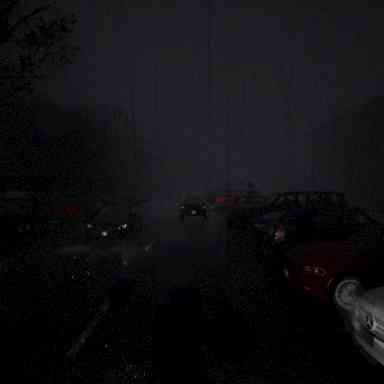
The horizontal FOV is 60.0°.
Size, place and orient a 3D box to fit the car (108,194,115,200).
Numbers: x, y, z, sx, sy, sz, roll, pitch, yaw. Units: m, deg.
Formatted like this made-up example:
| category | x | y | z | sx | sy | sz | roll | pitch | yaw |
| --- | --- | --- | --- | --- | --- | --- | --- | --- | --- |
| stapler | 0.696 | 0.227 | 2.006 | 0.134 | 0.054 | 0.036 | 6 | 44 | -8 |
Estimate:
| category | x | y | z | sx | sy | sz | roll | pitch | yaw |
| --- | --- | --- | --- | --- | --- | --- | --- | --- | --- |
| car | -8.182 | 0.969 | 23.553 | 4.553 | 1.767 | 2.185 | 0 | 1 | 0 |

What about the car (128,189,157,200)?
| category | x | y | z | sx | sy | sz | roll | pitch | yaw |
| --- | --- | --- | --- | --- | --- | --- | --- | --- | --- |
| car | -8.091 | 0.421 | 54.742 | 4.553 | 1.767 | 2.185 | 0 | 0 | 0 |

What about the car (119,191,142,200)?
| category | x | y | z | sx | sy | sz | roll | pitch | yaw |
| --- | --- | --- | --- | --- | --- | --- | --- | --- | --- |
| car | -8.146 | 0.902 | 34.973 | 5.008 | 1.535 | 2.097 | 0 | 1 | 0 |

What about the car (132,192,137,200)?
| category | x | y | z | sx | sy | sz | roll | pitch | yaw |
| --- | --- | --- | --- | --- | --- | --- | --- | --- | --- |
| car | -8.180 | 0.979 | 32.149 | 4.792 | 1.488 | 2.163 | 0 | 1 | 0 |

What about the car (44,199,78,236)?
| category | x | y | z | sx | sy | sz | roll | pitch | yaw |
| --- | --- | --- | --- | --- | --- | --- | --- | --- | --- |
| car | -8.159 | 1.236 | 15.210 | 4.892 | 1.521 | 2.231 | 0 | 1 | 0 |

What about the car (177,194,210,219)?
| category | x | y | z | sx | sy | sz | roll | pitch | yaw |
| --- | --- | --- | --- | --- | --- | --- | --- | --- | --- |
| car | 0.103 | 1.128 | 24.301 | 1.812 | 1.442 | 4.674 | 0 | 1 | 0 |

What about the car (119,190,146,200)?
| category | x | y | z | sx | sy | sz | roll | pitch | yaw |
| --- | --- | --- | --- | --- | --- | --- | --- | --- | --- |
| car | -8.146 | 0.854 | 37.796 | 5.008 | 1.535 | 2.097 | 0 | 1 | 0 |

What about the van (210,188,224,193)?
| category | x | y | z | sx | sy | sz | roll | pitch | yaw |
| --- | --- | --- | --- | --- | --- | --- | --- | --- | --- |
| van | 4.301 | 0.723 | 32.219 | 4.442 | 1.987 | 1.878 | 0 | 1 | 0 |

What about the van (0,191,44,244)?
| category | x | y | z | sx | sy | sz | roll | pitch | yaw |
| --- | --- | --- | --- | --- | --- | --- | --- | --- | --- |
| van | -8.271 | 1.057 | 12.382 | 4.442 | 1.987 | 1.878 | 0 | 1 | 0 |

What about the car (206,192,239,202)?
| category | x | y | z | sx | sy | sz | roll | pitch | yaw |
| --- | --- | --- | --- | --- | --- | --- | --- | --- | --- |
| car | 4.421 | 0.696 | 49.177 | 4.674 | 1.452 | 2.002 | 0 | 1 | 0 |

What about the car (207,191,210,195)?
| category | x | y | z | sx | sy | sz | roll | pitch | yaw |
| --- | --- | --- | --- | --- | --- | --- | --- | --- | --- |
| car | 4.415 | 0.893 | 37.874 | 4.674 | 1.452 | 2.002 | 0 | 1 | 0 |

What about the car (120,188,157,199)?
| category | x | y | z | sx | sy | sz | roll | pitch | yaw |
| --- | --- | --- | --- | --- | --- | --- | --- | --- | --- |
| car | -8.126 | 0.409 | 48.961 | 5.566 | 2.045 | 2.435 | 0 | 1 | 0 |

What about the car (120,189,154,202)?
| category | x | y | z | sx | sy | sz | roll | pitch | yaw |
| --- | --- | --- | --- | --- | --- | --- | --- | --- | --- |
| car | -8.161 | 0.710 | 46.266 | 4.892 | 1.521 | 2.231 | 0 | 1 | 0 |

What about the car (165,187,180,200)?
| category | x | y | z | sx | sy | sz | roll | pitch | yaw |
| --- | --- | --- | --- | --- | --- | --- | --- | --- | --- |
| car | -3.296 | 0.248 | 57.081 | 2.150 | 2.045 | 5.566 | 0 | 1 | 1 |

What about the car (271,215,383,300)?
| category | x | y | z | sx | sy | sz | roll | pitch | yaw |
| --- | --- | --- | --- | --- | --- | --- | --- | --- | --- |
| car | 4.421 | 1.377 | 6.795 | 5.008 | 1.535 | 2.097 | 0 | 1 | 0 |

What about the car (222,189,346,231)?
| category | x | y | z | sx | sy | sz | roll | pitch | yaw |
| --- | --- | --- | --- | --- | --- | --- | --- | --- | --- |
| car | 4.388 | 0.983 | 15.267 | 5.566 | 2.045 | 2.435 | 0 | 1 | 0 |

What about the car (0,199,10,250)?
| category | x | y | z | sx | sy | sz | roll | pitch | yaw |
| --- | --- | --- | --- | --- | --- | --- | --- | --- | --- |
| car | -8.124 | 1.207 | 9.437 | 4.553 | 1.767 | 2.185 | 0 | 1 | 0 |

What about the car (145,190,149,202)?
| category | x | y | z | sx | sy | sz | roll | pitch | yaw |
| --- | --- | --- | --- | --- | --- | --- | --- | --- | --- |
| car | -8.147 | 0.808 | 40.620 | 4.892 | 1.521 | 2.231 | 0 | 1 | 0 |

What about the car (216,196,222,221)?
| category | x | y | z | sx | sy | sz | roll | pitch | yaw |
| --- | --- | --- | --- | --- | --- | --- | --- | --- | --- |
| car | 4.231 | 1.184 | 18.096 | 5.366 | 1.575 | 1.946 | 0 | 1 | 0 |

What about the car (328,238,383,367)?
| category | x | y | z | sx | sy | sz | roll | pitch | yaw |
| --- | --- | --- | --- | --- | --- | --- | --- | --- | --- |
| car | 4.418 | 1.465 | 3.971 | 4.674 | 1.452 | 2.002 | 0 | 1 | 0 |

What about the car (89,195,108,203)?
| category | x | y | z | sx | sy | sz | roll | pitch | yaw |
| --- | --- | --- | --- | --- | --- | --- | --- | --- | --- |
| car | -8.157 | 1.142 | 20.732 | 5.008 | 1.535 | 2.097 | 0 | 1 | 0 |

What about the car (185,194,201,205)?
| category | x | y | z | sx | sy | sz | roll | pitch | yaw |
| --- | --- | --- | --- | --- | --- | --- | --- | --- | --- |
| car | 0.104 | 0.903 | 42.046 | 1.895 | 1.301 | 4.718 | 0 | 1 | 0 |

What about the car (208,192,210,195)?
| category | x | y | z | sx | sy | sz | roll | pitch | yaw |
| --- | --- | --- | --- | --- | --- | --- | --- | --- | --- |
| car | 4.447 | 0.931 | 35.049 | 4.792 | 1.488 | 2.163 | 0 | 1 | 0 |

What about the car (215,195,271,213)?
| category | x | y | z | sx | sy | sz | roll | pitch | yaw |
| --- | --- | --- | --- | --- | --- | --- | --- | --- | --- |
| car | 4.420 | 1.036 | 29.398 | 4.674 | 1.452 | 2.002 | 0 | 1 | 0 |

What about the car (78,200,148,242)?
| category | x | y | z | sx | sy | sz | roll | pitch | yaw |
| --- | --- | --- | --- | --- | --- | --- | --- | --- | --- |
| car | -3.348 | 1.284 | 15.055 | 1.812 | 1.442 | 4.674 | 0 | 1 | 0 |

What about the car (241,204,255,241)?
| category | x | y | z | sx | sy | sz | roll | pitch | yaw |
| --- | --- | --- | --- | --- | --- | --- | --- | --- | --- |
| car | 4.413 | 1.322 | 12.447 | 4.674 | 1.452 | 2.002 | 0 | 1 | 0 |

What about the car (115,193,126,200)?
| category | x | y | z | sx | sy | sz | roll | pitch | yaw |
| --- | --- | --- | --- | --- | --- | --- | --- | --- | --- |
| car | -8.146 | 1.047 | 26.378 | 5.008 | 1.535 | 2.097 | 0 | 1 | 0 |

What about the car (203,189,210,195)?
| category | x | y | z | sx | sy | sz | roll | pitch | yaw |
| --- | --- | --- | --- | --- | --- | --- | --- | --- | --- |
| car | 4.424 | 0.707 | 46.349 | 5.008 | 1.535 | 2.097 | 0 | 1 | 0 |

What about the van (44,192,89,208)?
| category | x | y | z | sx | sy | sz | roll | pitch | yaw |
| --- | --- | --- | --- | --- | --- | --- | --- | --- | --- |
| van | -8.268 | 0.962 | 18.032 | 4.442 | 1.987 | 1.878 | 0 | 1 | 0 |

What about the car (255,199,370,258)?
| category | x | y | z | sx | sy | sz | roll | pitch | yaw |
| --- | --- | --- | --- | --- | --- | --- | --- | --- | --- |
| car | 4.385 | 1.204 | 9.619 | 4.553 | 1.767 | 2.185 | 0 | 1 | 0 |

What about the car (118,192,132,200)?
| category | x | y | z | sx | sy | sz | roll | pitch | yaw |
| --- | --- | --- | --- | --- | --- | --- | --- | --- | --- |
| car | -8.156 | 0.999 | 29.201 | 5.008 | 1.535 | 2.097 | 0 | 1 | 0 |

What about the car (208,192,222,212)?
| category | x | y | z | sx | sy | sz | roll | pitch | yaw |
| --- | --- | --- | --- | --- | --- | --- | --- | --- | --- |
| car | 4.231 | 1.041 | 26.573 | 5.366 | 1.575 | 1.946 | 0 | 1 | 0 |
